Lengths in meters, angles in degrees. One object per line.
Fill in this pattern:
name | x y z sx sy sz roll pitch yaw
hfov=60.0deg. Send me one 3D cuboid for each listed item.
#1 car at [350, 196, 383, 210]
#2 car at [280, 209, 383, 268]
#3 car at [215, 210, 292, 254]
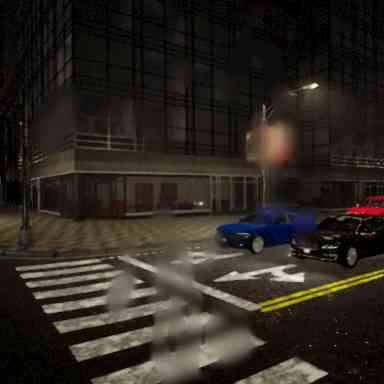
car | 11.294 1.281 19.652 5.566 2.045 2.150 0 0 -35
car | 5.462 1.544 11.538 4.892 1.490 1.837 0 0 -36
car | 3.212 1.523 13.917 5.008 1.535 1.882 0 0 -36
